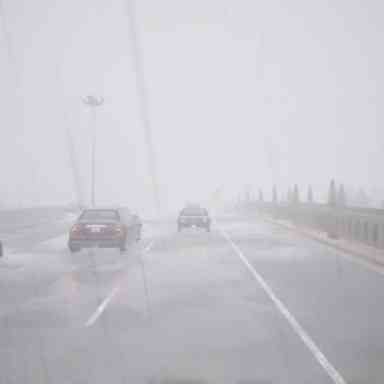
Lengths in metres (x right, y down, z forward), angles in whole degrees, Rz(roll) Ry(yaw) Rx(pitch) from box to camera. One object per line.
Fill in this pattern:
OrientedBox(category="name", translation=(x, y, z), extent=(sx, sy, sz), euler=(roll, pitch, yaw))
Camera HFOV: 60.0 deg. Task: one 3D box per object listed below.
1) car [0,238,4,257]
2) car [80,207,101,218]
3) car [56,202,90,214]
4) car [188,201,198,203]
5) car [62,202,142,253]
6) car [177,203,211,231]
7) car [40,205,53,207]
OrientedBox(category="car", translation=(-6.899, 1.505, 8.636), extent=(1.837, 1.490, 4.892), euler=(0, 0, 0))
OrientedBox(category="car", translation=(-17.502, 3.591, 57.719), extent=(2.128, 1.511, 4.902), euler=(0, -7, 0))
OrientedBox(category="car", translation=(-14.026, 1.923, 39.616), extent=(2.033, 1.411, 5.357), euler=(0, -3, 0))
OrientedBox(category="car", translation=(0.099, 1.834, 38.369), extent=(1.812, 1.442, 4.674), euler=(0, -3, 0))
OrientedBox(category="car", translation=(-3.400, 1.354, 13.859), extent=(2.097, 1.767, 4.553), euler=(0, 0, 0))
OrientedBox(category="car", translation=(0.100, 1.604, 20.598), extent=(1.895, 1.301, 4.718), euler=(0, 0, 0))
OrientedBox(category="car", translation=(-21.005, 2.569, 48.348), extent=(2.033, 1.411, 5.357), euler=(0, -5, 0))
